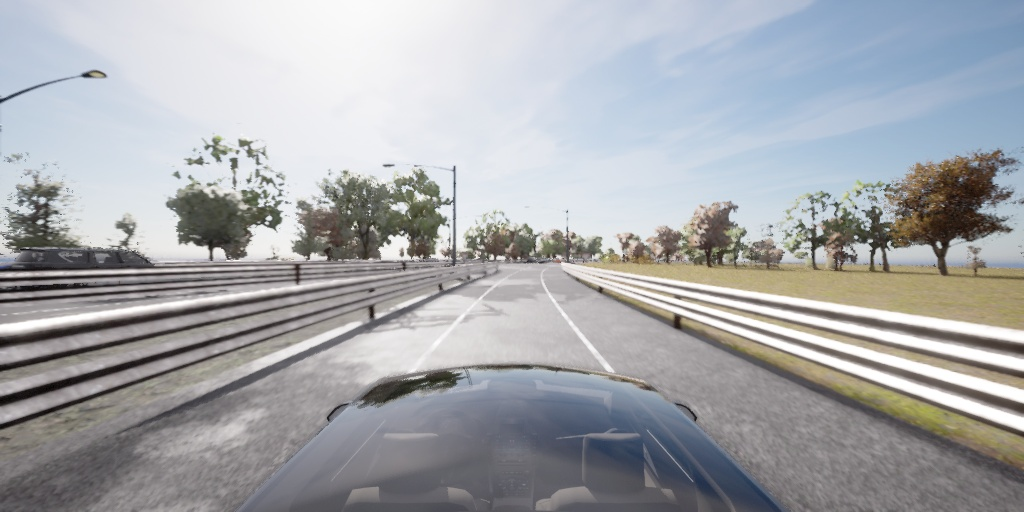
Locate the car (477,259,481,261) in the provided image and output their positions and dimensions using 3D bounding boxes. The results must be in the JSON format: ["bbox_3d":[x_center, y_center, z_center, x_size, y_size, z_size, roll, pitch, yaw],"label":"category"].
[{"bbox_3d":[-7.793,1.199,64.084,2.097,1.767,4.553,0,0,15],"label":"car"}]

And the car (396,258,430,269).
[{"bbox_3d":[-12.590,1.197,44.853,1.837,1.490,4.892,0,0,13],"label":"car"}]

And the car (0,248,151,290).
[{"bbox_3d":[-18.692,0.688,16.576,2.150,2.045,5.566,0,0,11],"label":"car"}]

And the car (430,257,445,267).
[{"bbox_3d":[-12.742,1.144,58.928,2.097,1.767,4.553,0,0,14],"label":"car"}]

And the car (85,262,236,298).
[{"bbox_3d":[-15.218,1.080,16.149,1.895,1.301,4.718,0,0,11],"label":"car"}]

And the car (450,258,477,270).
[{"bbox_3d":[-7.291,1.311,51.993,2.033,1.411,5.357,0,0,14],"label":"car"}]
